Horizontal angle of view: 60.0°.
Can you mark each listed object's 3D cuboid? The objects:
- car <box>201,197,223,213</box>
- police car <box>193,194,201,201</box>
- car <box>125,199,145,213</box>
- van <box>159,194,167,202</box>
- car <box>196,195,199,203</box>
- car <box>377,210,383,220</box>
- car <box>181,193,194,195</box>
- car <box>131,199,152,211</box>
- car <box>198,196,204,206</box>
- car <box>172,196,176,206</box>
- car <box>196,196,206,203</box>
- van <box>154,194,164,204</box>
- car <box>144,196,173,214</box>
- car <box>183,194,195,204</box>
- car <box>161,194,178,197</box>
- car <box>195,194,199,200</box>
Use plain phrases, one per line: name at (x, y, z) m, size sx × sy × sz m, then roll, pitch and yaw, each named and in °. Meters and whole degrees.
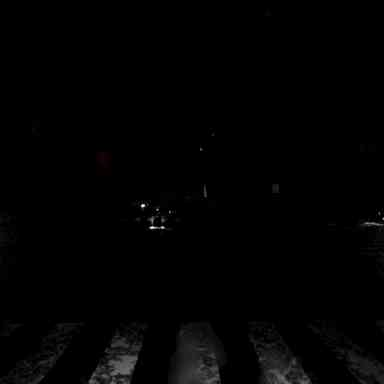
car at (2.403, 1.556, 36.329) m, size 2.008 × 1.369 × 4.403 m, roll 0°, pitch 0°, yaw -1°
police car at (1.270, 1.463, 90.507) m, size 1.930 × 1.638 × 5.238 m, roll 0°, pitch 0°, yaw -1°
car at (-6.121, 1.556, 36.217) m, size 2.008 × 1.369 × 4.403 m, roll 0°, pitch 0°, yaw -1°
van at (-6.684, 1.368, 77.430) m, size 1.690 × 1.788 × 3.998 m, roll 0°, pitch 0°, yaw -1°
car at (2.181, 1.562, 52.661) m, size 2.008 × 1.369 × 4.403 m, roll 0°, pitch 0°, yaw -1°
car at (14.726, 1.249, 20.972) m, size 5.357 × 1.411 × 2.033 m, roll -1°, pitch 0°, yaw -1°
car at (-0.888, 1.549, 75.522) m, size 2.128 × 1.511 × 4.902 m, roll 0°, pitch 0°, yaw -1°
car at (-6.189, 1.557, 41.208) m, size 2.008 × 1.369 × 4.403 m, roll 0°, pitch 0°, yaw -1°
car at (2.255, 1.553, 47.217) m, size 1.887 × 1.381 × 4.507 m, roll 0°, pitch 0°, yaw -1°
car at (-3.578, 1.609, 45.125) m, size 1.895 × 1.301 × 4.718 m, roll 0°, pitch 0°, yaw -1°
car at (1.902, 1.589, 73.110) m, size 1.947 × 1.339 × 4.313 m, roll 0°, pitch 0°, yaw -1°
van at (-6.536, 1.360, 66.604) m, size 1.690 × 1.788 × 3.998 m, roll 0°, pitch 0°, yaw -1°
car at (-3.444, 1.496, 35.217) m, size 2.128 × 1.511 × 4.902 m, roll 0°, pitch 0°, yaw -1°
car at (-0.657, 1.619, 65.594) m, size 1.895 × 1.301 × 4.718 m, roll 0°, pitch 0°, yaw -1°
car at (-3.706, 1.490, 55.520) m, size 1.882 × 1.535 × 5.008 m, roll 0°, pitch 0°, yaw -1°
car at (2.046, 1.567, 62.532) m, size 2.008 × 1.369 × 4.403 m, roll 0°, pitch 0°, yaw -1°
